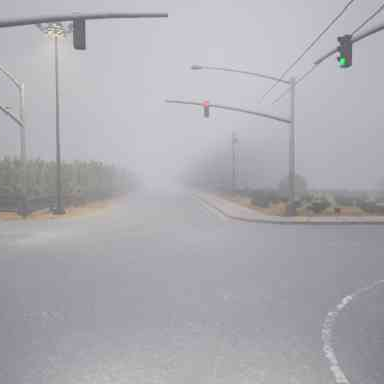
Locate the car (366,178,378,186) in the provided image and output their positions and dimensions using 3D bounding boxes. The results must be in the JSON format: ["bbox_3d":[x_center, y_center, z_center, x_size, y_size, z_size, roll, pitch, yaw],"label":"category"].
[{"bbox_3d":[42.126,-2.288,77.594,1.905,1.878,3.866,10,10,41],"label":"car"}]
